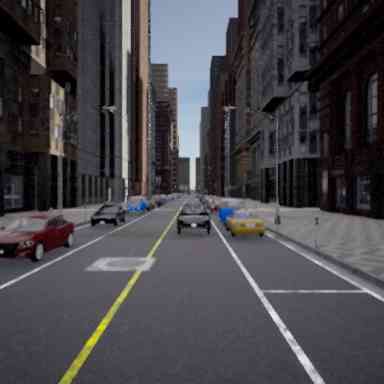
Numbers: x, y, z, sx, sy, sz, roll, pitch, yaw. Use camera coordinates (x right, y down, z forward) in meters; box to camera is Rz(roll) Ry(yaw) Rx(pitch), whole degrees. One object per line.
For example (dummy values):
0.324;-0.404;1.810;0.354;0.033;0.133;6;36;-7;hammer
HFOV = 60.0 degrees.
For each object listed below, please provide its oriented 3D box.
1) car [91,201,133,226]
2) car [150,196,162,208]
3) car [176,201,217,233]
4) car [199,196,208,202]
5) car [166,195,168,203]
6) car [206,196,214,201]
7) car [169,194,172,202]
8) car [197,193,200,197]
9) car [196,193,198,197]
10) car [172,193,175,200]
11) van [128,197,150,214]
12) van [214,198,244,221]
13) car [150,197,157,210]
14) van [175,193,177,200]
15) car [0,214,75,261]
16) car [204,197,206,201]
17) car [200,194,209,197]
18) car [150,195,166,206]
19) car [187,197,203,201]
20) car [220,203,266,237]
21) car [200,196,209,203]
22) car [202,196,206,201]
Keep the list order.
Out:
-5.759;1.585;23.511;1.947;1.339;4.313;0;0;0;car
-5.753;1.608;46.058;1.947;1.339;4.313;0;0;0;car
0.106;1.506;19.641;2.128;1.511;4.902;0;0;0;car
2.781;1.643;79.884;1.947;1.339;4.313;0;0;0;car
-5.750;1.599;57.331;1.887;1.381;4.507;0;0;0;car
2.769;1.471;34.794;1.967;1.590;4.097;0;0;0;car
-5.748;1.506;68.605;1.967;1.590;4.097;0;0;0;car
2.777;1.381;68.612;2.192;1.841;5.009;0;0;0;car
2.783;1.530;91.156;1.967;1.590;4.097;0;0;0;car
-5.745;1.518;79.878;1.967;1.590;4.097;0;0;0;car
-5.757;1.372;34.784;1.690;1.788;3.998;0;0;0;van
2.766;1.360;23.521;1.690;1.788;3.998;0;0;0;van
-5.754;1.602;40.421;1.947;1.339;4.313;0;0;0;car
-5.742;1.431;91.152;1.690;1.788;3.998;0;0;0;van
-5.761;1.554;12.237;1.887;1.381;4.507;0;0;0;car
2.771;1.562;40.600;1.752;1.417;4.829;0;0;0;car
2.775;1.494;57.339;1.967;1.590;4.097;0;0;0;car
-5.752;1.363;51.694;2.192;1.841;5.009;0;0;0;car
0.111;1.638;41.725;1.895;1.301;4.718;0;0;0;car
2.765;1.539;18.055;1.752;1.417;4.829;0;0;0;car
2.779;1.616;74.248;1.887;1.381;4.507;0;0;0;car
2.772;1.593;46.066;2.008;1.369;4.403;0;0;0;car
